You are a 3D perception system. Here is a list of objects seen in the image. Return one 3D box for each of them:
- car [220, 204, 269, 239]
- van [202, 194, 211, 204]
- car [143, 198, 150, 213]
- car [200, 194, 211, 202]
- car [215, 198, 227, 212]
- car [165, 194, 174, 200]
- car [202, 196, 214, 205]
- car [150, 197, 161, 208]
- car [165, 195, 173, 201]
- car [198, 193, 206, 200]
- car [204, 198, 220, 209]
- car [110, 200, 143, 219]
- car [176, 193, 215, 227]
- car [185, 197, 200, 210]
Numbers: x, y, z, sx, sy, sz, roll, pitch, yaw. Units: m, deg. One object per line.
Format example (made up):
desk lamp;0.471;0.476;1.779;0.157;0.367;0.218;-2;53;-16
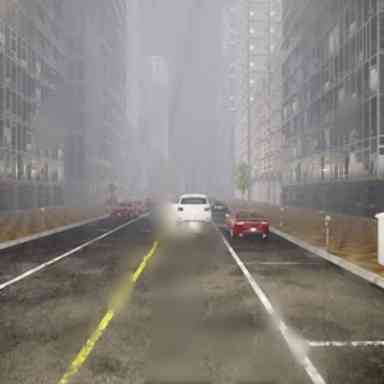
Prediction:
car;2.692;1.517;16.868;1.887;1.381;4.507;0;0;0
van;2.693;1.197;62.407;1.690;1.788;3.998;0;0;0
car;-5.689;1.515;33.953;1.802;1.307;4.206;0;0;0
car;2.692;1.278;68.098;1.967;1.590;4.097;0;0;0
car;2.692;1.499;33.945;1.947;1.339;4.313;0;0;0
car;-5.689;1.330;85.186;2.008;1.369;4.403;0;0;0
car;2.692;1.439;56.713;1.947;1.339;4.313;0;0;0
car;-5.689;1.449;45.337;1.887;1.381;4.507;0;0;0
car;-5.689;1.325;79.323;1.752;1.417;4.829;0;0;0
car;2.693;1.074;90.866;2.192;1.841;5.009;0;0;0
car;2.692;1.470;45.329;1.947;1.339;4.313;0;0;0
car;-5.689;1.491;28.259;1.887;1.381;4.507;0;0;0
car;0.090;1.183;22.288;2.150;2.045;5.566;0;0;0
car;0.091;1.440;41.533;1.812;1.442;4.674;0;0;0
